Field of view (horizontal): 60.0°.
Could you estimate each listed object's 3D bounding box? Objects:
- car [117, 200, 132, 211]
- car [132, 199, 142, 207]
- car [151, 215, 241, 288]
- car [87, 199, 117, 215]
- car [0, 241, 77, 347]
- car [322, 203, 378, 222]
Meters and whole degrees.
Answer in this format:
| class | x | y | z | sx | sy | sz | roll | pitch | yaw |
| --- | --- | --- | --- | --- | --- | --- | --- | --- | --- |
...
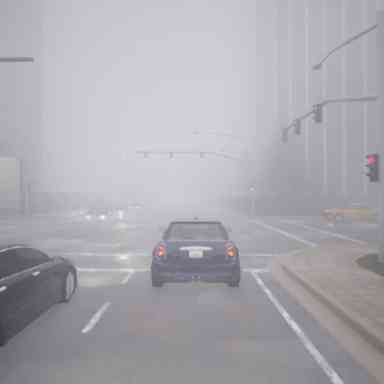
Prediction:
| class | x | y | z | sx | sy | sz | roll | pitch | yaw |
| --- | --- | --- | --- | --- | --- | --- | --- | --- | --- |
| car | -10.572 | 2.017 | 48.726 | 1.895 | 1.301 | 4.718 | 0 | 0 | 0 |
| car | -10.500 | 2.039 | 62.298 | 1.837 | 1.490 | 4.892 | 0 | -1 | 0 |
| car | 0.096 | 1.432 | 9.613 | 2.097 | 1.767 | 4.553 | 0 | 0 | 0 |
| car | -10.583 | 1.684 | 38.811 | 2.097 | 1.767 | 4.553 | 0 | 0 | 0 |
| car | -3.432 | 1.551 | 5.417 | 1.837 | 1.490 | 4.892 | 0 | -1 | 0 |
| car | 13.278 | 1.657 | 27.313 | 5.008 | 1.535 | 1.882 | 0 | 0 | 0 |
